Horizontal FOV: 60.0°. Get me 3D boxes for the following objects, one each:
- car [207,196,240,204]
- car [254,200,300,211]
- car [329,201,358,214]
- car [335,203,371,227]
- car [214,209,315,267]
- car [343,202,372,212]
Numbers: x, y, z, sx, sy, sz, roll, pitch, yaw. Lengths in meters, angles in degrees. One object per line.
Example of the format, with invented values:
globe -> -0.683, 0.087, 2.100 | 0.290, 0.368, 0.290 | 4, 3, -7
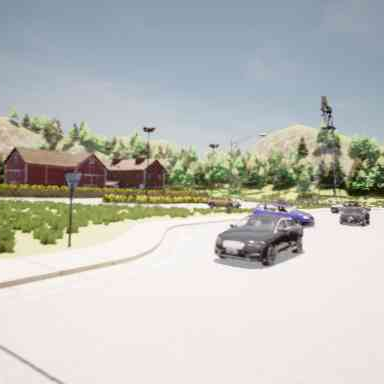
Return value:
car -> 4.293, 1.419, 44.728 | 4.605, 1.855, 1.932 | 2, 0, 35
car -> 7.035, 1.727, 25.635 | 4.611, 1.667, 2.242 | 2, 0, 35
car -> 20.983, 2.095, 45.416 | 3.866, 1.878, 1.905 | 2, 0, 35
car -> 13.859, 2.023, 28.216 | 1.837, 1.490, 4.892 | 2, 0, 35
car -> 2.614, 1.579, 12.085 | 2.128, 1.511, 4.902 | 2, 0, 35
car -> 28.277, 2.566, 56.761 | 4.193, 1.474, 1.816 | 2, 0, 35
